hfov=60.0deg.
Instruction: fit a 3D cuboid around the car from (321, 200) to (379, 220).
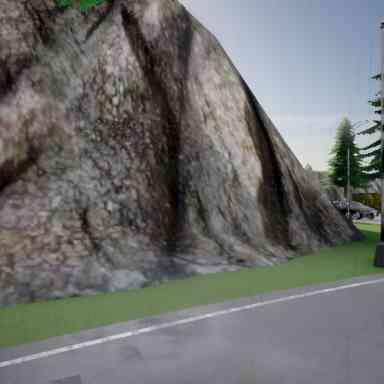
[{"bbox_3d":[13.420,1.492,28.473,2.128,1.511,4.902,0,0,-25],"label":"car"}]
